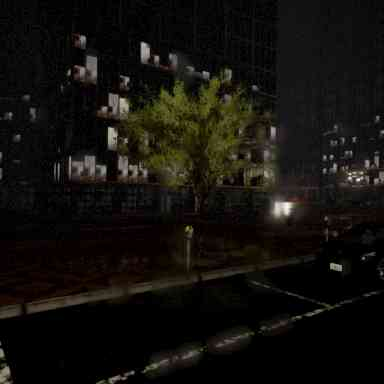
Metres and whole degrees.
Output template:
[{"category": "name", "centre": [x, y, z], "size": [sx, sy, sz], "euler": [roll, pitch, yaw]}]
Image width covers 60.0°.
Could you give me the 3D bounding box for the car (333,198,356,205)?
[{"category": "car", "centre": [33.151, 1.985, 72.514], "size": [2.008, 1.369, 4.403], "euler": [1, -1, -20]}]

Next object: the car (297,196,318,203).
[{"category": "car", "centre": [29.300, 1.821, 83.021], "size": [2.192, 1.841, 5.009], "euler": [1, -1, -20]}]

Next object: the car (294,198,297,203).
[{"category": "car", "centre": [27.369, 2.123, 88.270], "size": [1.802, 1.307, 4.206], "euler": [1, -1, -20]}]

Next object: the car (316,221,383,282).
[{"category": "car", "centre": [5.544, 1.574, 9.810], "size": [4.313, 1.339, 1.947], "euler": [0, 1, -34]}]

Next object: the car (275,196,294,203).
[{"category": "car", "centre": [21.910, 1.795, 80.283], "size": [1.967, 1.590, 4.097], "euler": [1, -1, -20]}]

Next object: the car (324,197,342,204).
[{"category": "car", "centre": [27.688, 1.689, 64.534], "size": [1.967, 1.590, 4.097], "euler": [1, -1, -20]}]

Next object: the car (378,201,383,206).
[{"category": "car", "centre": [36.946, 1.890, 62.170], "size": [1.752, 1.417, 4.829], "euler": [1, -1, -20]}]

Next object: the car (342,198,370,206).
[{"category": "car", "centre": [29.613, 1.764, 59.282], "size": [2.008, 1.369, 4.403], "euler": [1, -1, -20]}]
